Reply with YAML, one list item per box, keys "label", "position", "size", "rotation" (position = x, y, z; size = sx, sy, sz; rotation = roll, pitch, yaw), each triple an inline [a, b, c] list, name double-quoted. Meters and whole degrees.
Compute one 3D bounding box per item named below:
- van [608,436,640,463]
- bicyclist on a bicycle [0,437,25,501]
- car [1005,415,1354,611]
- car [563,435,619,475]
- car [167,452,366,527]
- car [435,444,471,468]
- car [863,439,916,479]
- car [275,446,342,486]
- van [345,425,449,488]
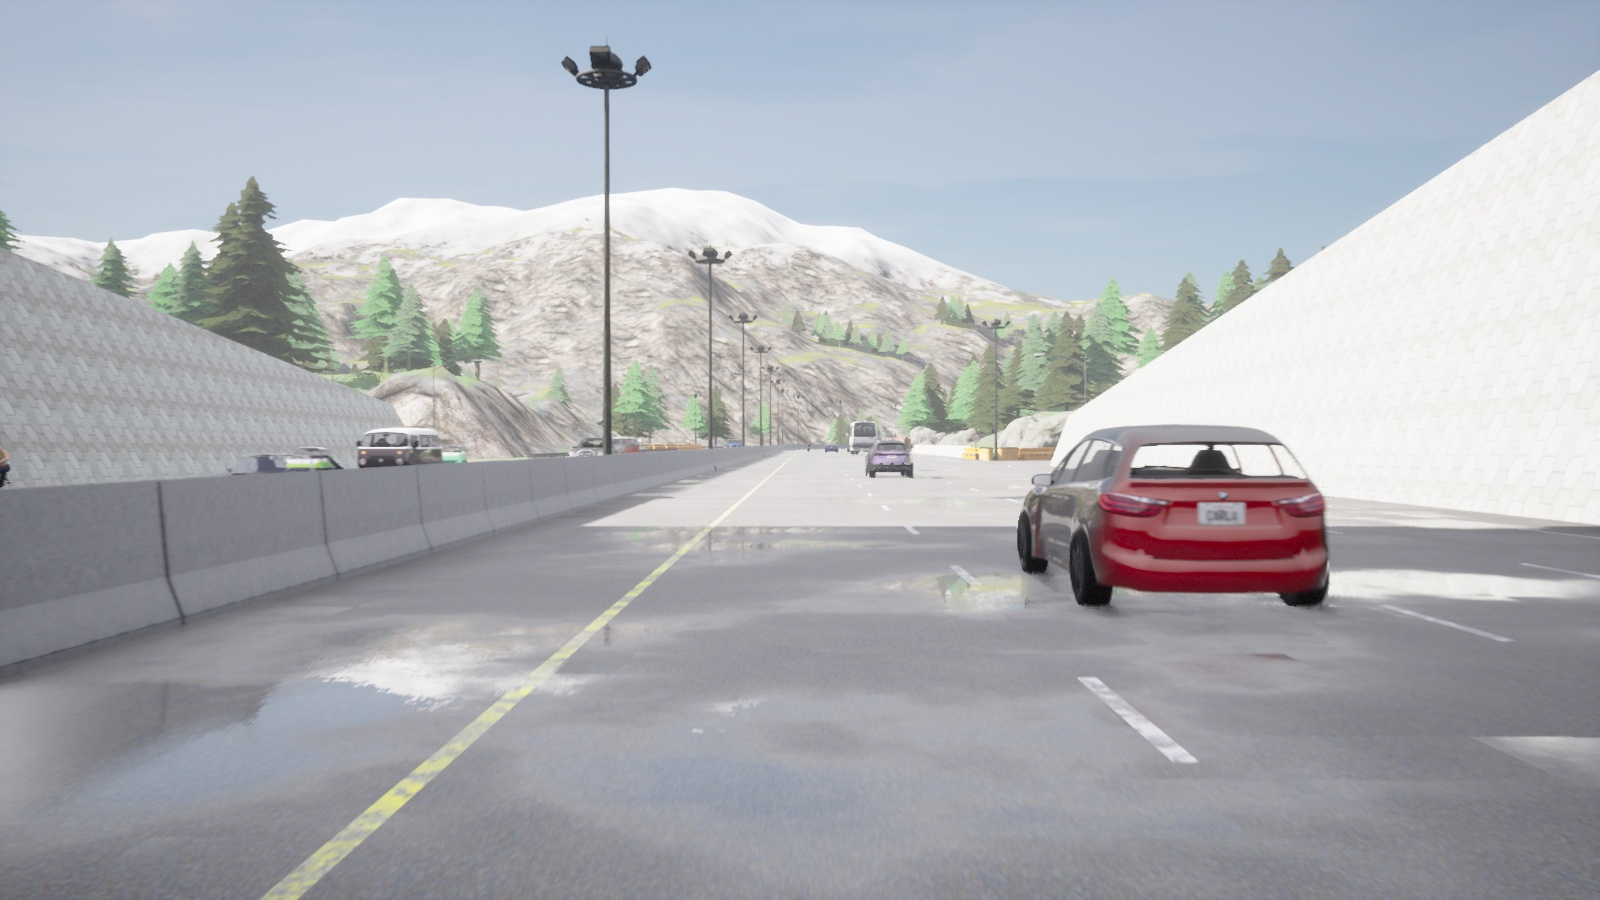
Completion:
- label: "van"
  position: [-13.340, -0.048, 95.238]
  size: [1.775, 1.987, 4.442]
  rotation: [0, 0, 0]
- label: "bicyclist on a bicycle"
  position: [-20.764, 0.485, 32.163]
  size: [0.866, 1.612, 1.509]
  rotation: [0, 0, 1]
- label: "car"
  position: [3.601, 0.520, 12.983]
  size: [2.242, 1.667, 4.611]
  rotation: [0, 0, 0]
- label: "car"
  position: [-10.073, 0.211, 60.935]
  size: [1.932, 1.855, 4.605]
  rotation: [0, 0, 0]
- label: "car"
  position: [-10.319, 0.699, 24.736]
  size: [1.895, 1.301, 4.718]
  rotation: [0, 0, 0]
- label: "car"
  position: [-20.484, 0.367, 74.143]
  size: [1.481, 1.376, 2.207]
  rotation: [0, 0, 0]
- label: "car"
  position: [3.889, 0.367, 55.328]
  size: [2.033, 1.649, 4.856]
  rotation: [0, 0, 0]
- label: "car"
  position: [-17.189, 0.539, 43.972]
  size: [1.481, 1.376, 2.207]
  rotation: [0, 0, 0]
- label: "van"
  position: [-13.695, 0.218, 42.959]
  size: [2.069, 2.038, 4.480]
  rotation: [0, 0, 0]
